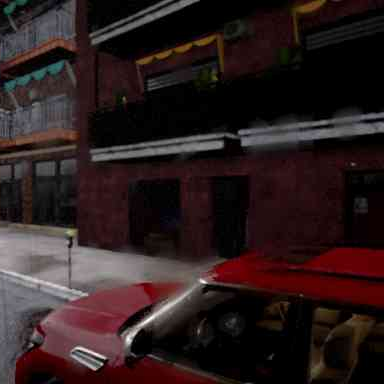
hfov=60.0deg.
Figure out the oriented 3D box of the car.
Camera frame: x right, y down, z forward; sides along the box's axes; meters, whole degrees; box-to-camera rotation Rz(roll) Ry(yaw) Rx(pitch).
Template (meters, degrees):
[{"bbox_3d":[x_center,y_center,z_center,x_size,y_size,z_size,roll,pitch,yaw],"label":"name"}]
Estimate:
[{"bbox_3d":[0.865,1.313,2.274,5.009,1.841,2.192,0,-1,36],"label":"car"}]
